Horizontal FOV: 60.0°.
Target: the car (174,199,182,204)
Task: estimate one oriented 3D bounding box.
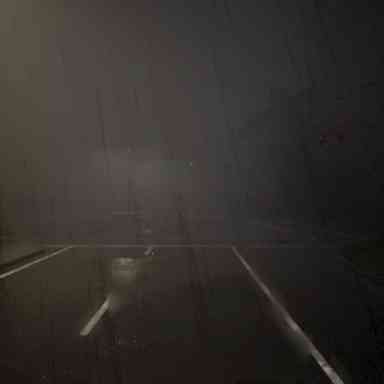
[{"bbox_3d":[-3.513,2.432,84.718,1.895,1.301,4.718,0,-1,0],"label":"car"}]

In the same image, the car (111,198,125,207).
[{"bbox_3d":[-15.010,2.050,67.701,2.097,1.767,4.553,0,-1,0],"label":"car"}]

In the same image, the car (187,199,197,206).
[{"bbox_3d":[-0.011,2.237,74.273,1.882,1.535,5.008,0,-1,0],"label":"car"}]

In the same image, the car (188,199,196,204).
[{"bbox_3d":[-0.013,2.389,84.689,1.994,1.385,4.181,0,-1,0],"label":"car"}]

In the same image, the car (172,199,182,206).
[{"bbox_3d":[-3.511,2.285,74.272,2.128,1.511,4.902,0,-1,0],"label":"car"}]
